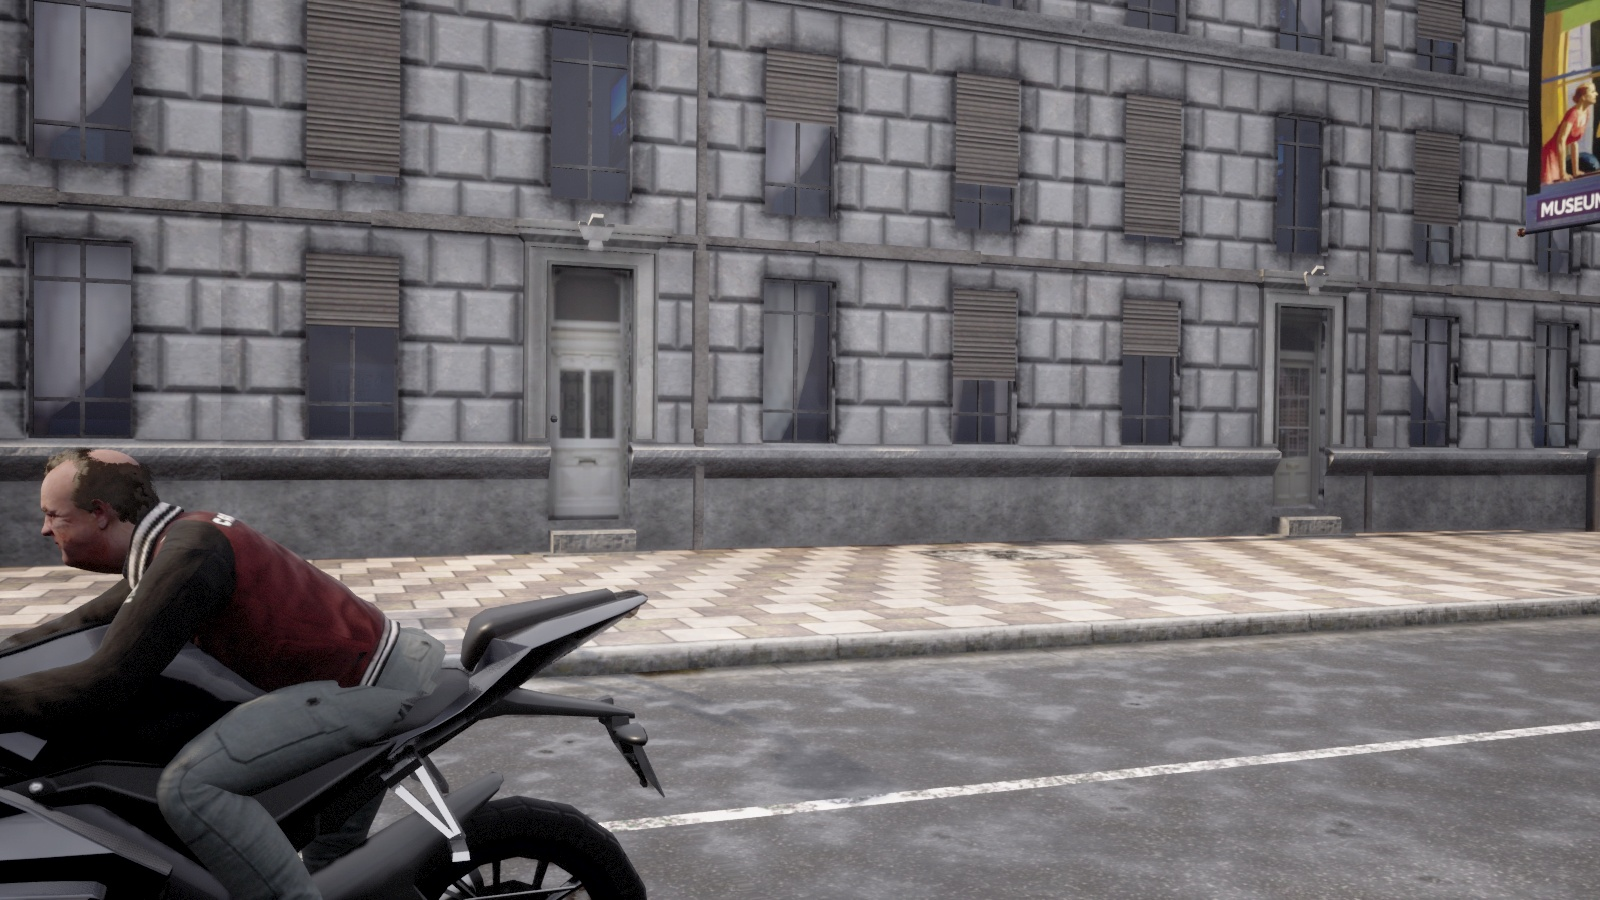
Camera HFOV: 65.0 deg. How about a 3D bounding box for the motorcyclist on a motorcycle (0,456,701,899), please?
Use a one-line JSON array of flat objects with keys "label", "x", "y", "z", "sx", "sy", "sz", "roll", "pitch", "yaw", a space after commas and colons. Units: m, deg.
[{"label": "motorcyclist on a motorcycle", "x": -1.392, "y": 0.804, "z": 2.711, "sx": 2.191, "sy": 1.530, "sz": 0.866, "roll": -1, "pitch": 1, "yaw": -21}]
